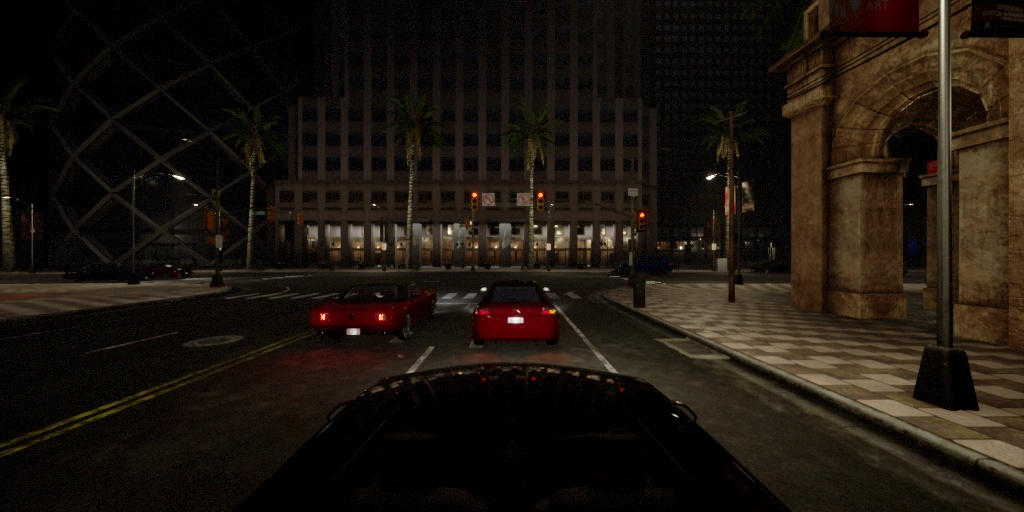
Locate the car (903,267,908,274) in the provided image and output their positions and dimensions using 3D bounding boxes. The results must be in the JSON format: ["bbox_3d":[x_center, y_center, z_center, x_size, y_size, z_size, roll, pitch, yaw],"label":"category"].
[{"bbox_3d":[35.229,1.297,35.049,5.357,1.411,2.033,0,0,0],"label":"car"}]

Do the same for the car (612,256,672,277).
[{"bbox_3d":[12.688,0.971,35.113,5.566,2.045,2.150,0,0,0],"label":"car"}]

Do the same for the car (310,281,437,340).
[{"bbox_3d":[-3.417,1.351,9.976,1.895,1.301,4.718,0,0,0],"label":"car"}]

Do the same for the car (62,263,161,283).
[{"bbox_3d":[-31.187,1.297,27.802,5.357,1.411,2.033,0,0,-4],"label":"car"}]

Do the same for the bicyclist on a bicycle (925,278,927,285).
[{"bbox_3d":[24.677,1.050,20.602,0.582,1.620,1.656,0,0,0],"label":"bicyclist on a bicycle"}]

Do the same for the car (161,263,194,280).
[{"bbox_3d":[-30.424,1.312,31.157,4.181,1.385,1.994,0,0,-5],"label":"car"}]

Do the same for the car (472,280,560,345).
[{"bbox_3d":[0.082,1.314,9.513,1.994,1.385,4.181,0,0,0],"label":"car"}]
